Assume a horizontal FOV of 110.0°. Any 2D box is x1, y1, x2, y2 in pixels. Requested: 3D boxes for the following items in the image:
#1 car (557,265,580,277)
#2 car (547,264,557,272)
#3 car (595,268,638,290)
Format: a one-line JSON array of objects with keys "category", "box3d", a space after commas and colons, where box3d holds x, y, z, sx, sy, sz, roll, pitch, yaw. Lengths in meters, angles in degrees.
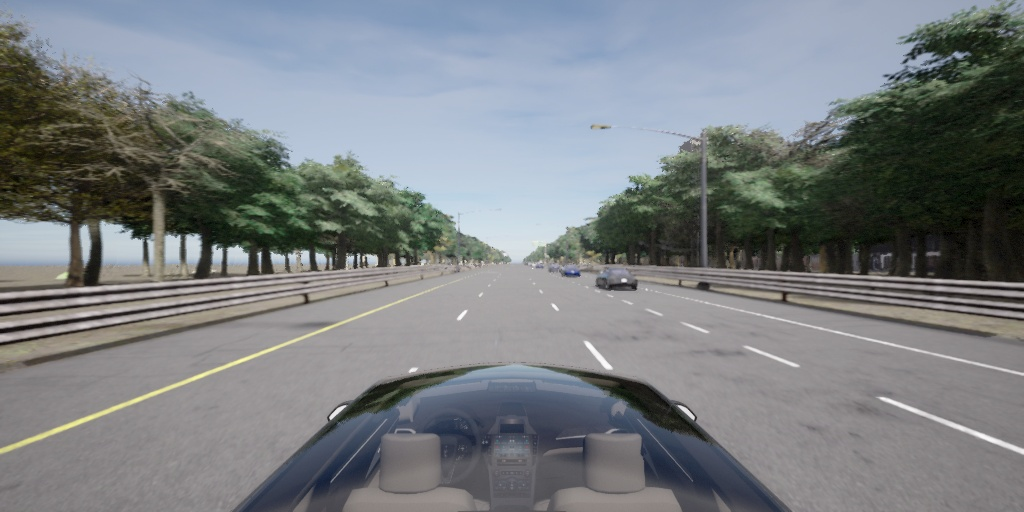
[{"category": "car", "box3d": [7.116, 1.798, 44.138, 1.994, 1.385, 4.181, 0, -1, 0]}, {"category": "car", "box3d": [7.224, 2.106, 62.122, 2.033, 1.411, 5.357, 0, -1, 0]}, {"category": "car", "box3d": [7.039, 1.518, 24.481, 1.994, 1.385, 4.181, 0, -1, 0]}]
